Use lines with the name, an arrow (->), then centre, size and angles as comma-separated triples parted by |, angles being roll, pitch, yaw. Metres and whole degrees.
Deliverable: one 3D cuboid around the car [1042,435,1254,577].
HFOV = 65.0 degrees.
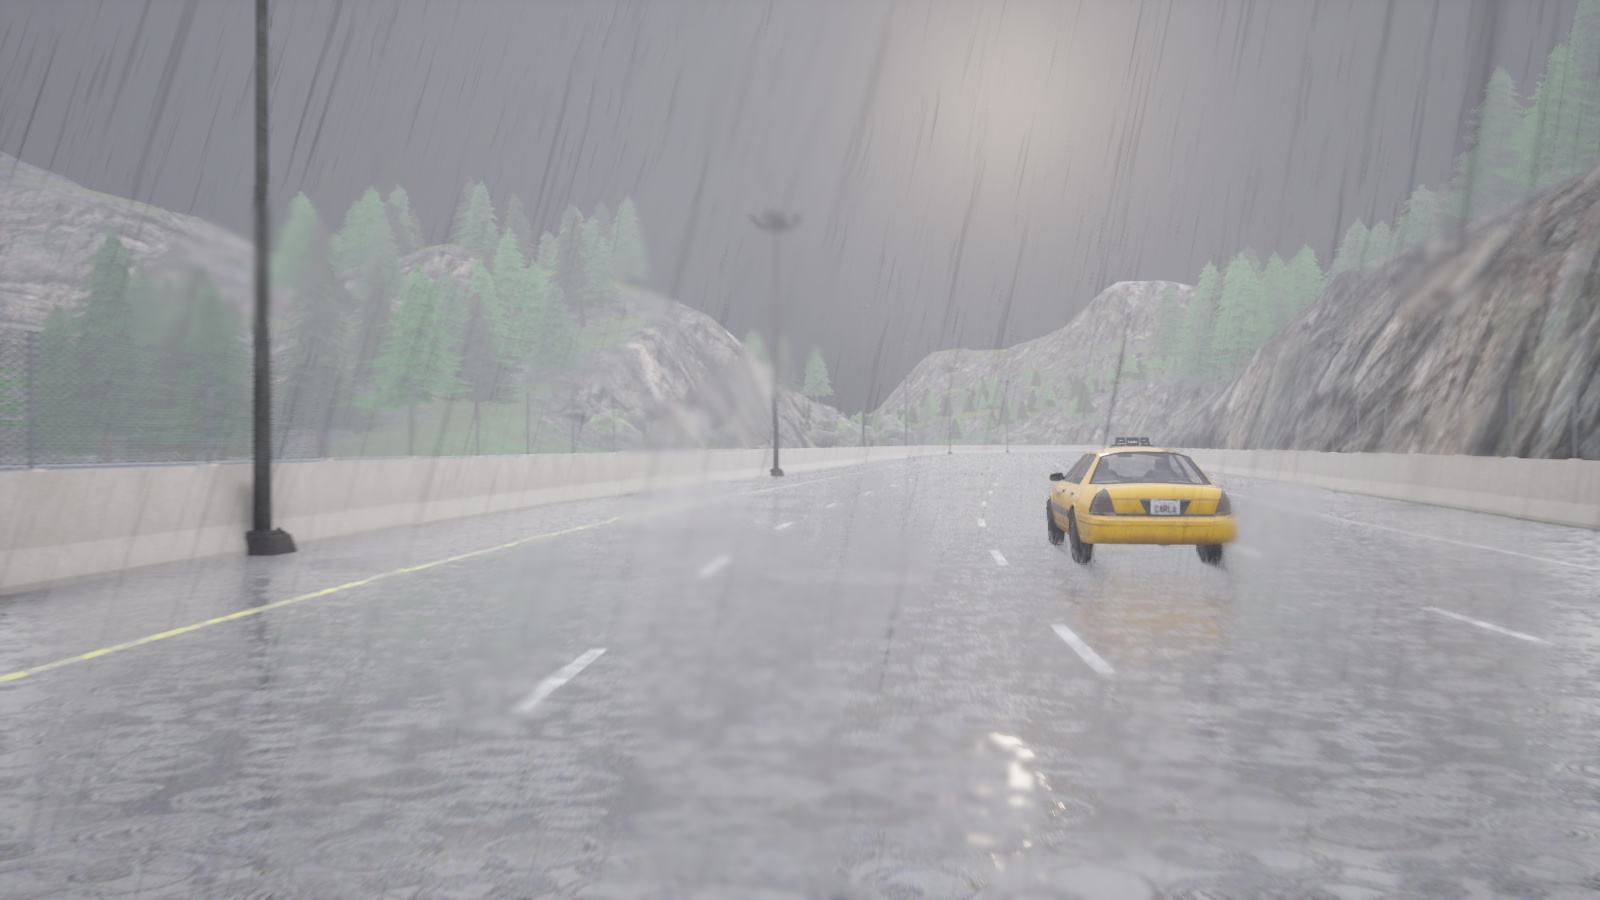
car -> 4.383, 0.604, 16.664 | 1.801, 1.575, 5.366 | 0, 0, 5
